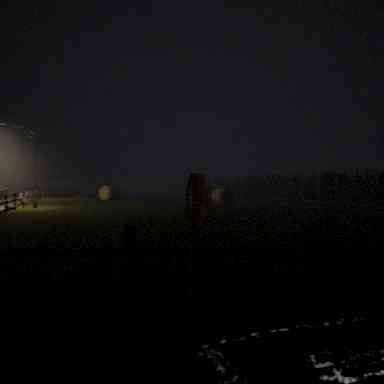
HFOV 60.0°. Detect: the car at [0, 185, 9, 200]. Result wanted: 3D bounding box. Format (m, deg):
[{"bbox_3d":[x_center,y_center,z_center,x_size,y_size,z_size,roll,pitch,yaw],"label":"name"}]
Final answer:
[{"bbox_3d":[-26.737,0.064,45.609,2.150,2.045,5.566,0,1,-19],"label":"car"}]
